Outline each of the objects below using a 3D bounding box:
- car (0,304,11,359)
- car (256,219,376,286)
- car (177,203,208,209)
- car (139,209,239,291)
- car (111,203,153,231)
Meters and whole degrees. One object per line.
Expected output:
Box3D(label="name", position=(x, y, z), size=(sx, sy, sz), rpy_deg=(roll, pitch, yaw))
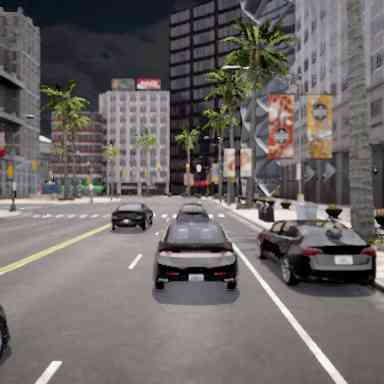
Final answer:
Box3D(label="car", position=(-3.406, 1.550, 2.745), size=(1.994, 1.385, 4.181), rpy_deg=(0, 0, 0))
Box3D(label="car", position=(3.162, 1.466, 9.336), size=(2.161, 1.482, 4.786), rpy_deg=(0, 0, -1))
Box3D(label="car", position=(0.033, 1.404, 20.100), size=(1.837, 1.490, 4.892), rpy_deg=(0, 0, 0))
Box3D(label="car", position=(0.072, 1.446, 8.910), size=(2.128, 1.511, 4.902), rpy_deg=(0, 0, 0))
Box3D(label="car", position=(-3.467, 1.377, 19.989), size=(1.882, 1.535, 5.008), rpy_deg=(0, 0, 0))
